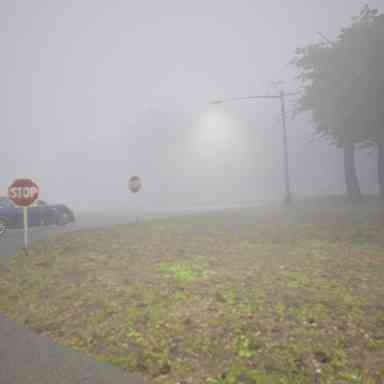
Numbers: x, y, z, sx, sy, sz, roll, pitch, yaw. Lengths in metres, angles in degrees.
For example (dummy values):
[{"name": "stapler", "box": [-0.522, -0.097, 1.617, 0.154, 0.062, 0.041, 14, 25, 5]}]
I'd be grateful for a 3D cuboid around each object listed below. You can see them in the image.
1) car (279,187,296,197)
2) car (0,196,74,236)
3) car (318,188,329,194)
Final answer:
[{"name": "car", "box": [19.682, -0.010, 68.341, 2.150, 2.045, 5.566, -4, -1, 34]}, {"name": "car", "box": [-7.916, 0.931, 15.600, 2.097, 1.767, 4.553, -4, 0, 34]}, {"name": "car", "box": [30.634, -0.185, 77.243, 1.994, 1.385, 4.181, -4, -1, 29]}]
